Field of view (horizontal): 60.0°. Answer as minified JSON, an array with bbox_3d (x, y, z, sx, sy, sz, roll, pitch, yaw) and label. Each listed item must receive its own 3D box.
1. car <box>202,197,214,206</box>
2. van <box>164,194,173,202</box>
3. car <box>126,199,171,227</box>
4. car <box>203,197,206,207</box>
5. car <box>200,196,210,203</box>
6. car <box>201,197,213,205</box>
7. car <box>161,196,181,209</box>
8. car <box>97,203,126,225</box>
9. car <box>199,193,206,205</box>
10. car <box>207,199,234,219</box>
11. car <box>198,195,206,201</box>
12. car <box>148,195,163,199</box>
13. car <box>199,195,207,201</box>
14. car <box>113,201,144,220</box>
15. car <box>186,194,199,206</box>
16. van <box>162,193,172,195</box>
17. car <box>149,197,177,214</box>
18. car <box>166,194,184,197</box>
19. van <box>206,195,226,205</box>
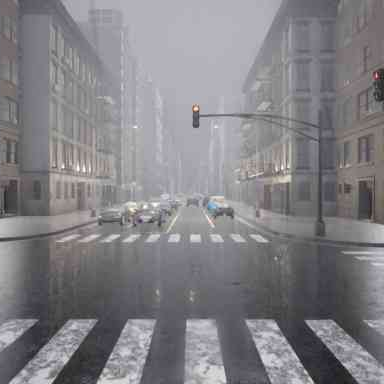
[{"bbox_3d":[2.646,1.563,55.979,1.947,1.339,4.313,0,0,0],"label":"car"},{"bbox_3d":[-5.441,1.338,77.603,1.690,1.788,3.998,0,0,0],"label":"van"},{"bbox_3d":[-2.849,1.490,22.909,2.128,1.511,4.902,0,0,0],"label":"car"},{"bbox_3d":[2.641,1.579,39.760,1.802,1.307,4.206,0,0,0],"label":"car"},{"bbox_3d":[2.648,1.522,66.961,1.752,1.417,4.829,0,0,0],"label":"car"},{"bbox_3d":[2.647,1.548,61.385,2.008,1.369,4.403,0,0,0],"label":"car"},{"bbox_3d":[-2.835,1.561,42.806,1.994,1.385,4.181,0,0,1],"label":"car"},{"bbox_3d":[-5.391,1.549,23.540,2.008,1.369,4.403,0,0,0],"label":"car"},{"bbox_3d":[2.644,1.312,50.573,2.192,1.841,5.009,0,0,0],"label":"car"},{"bbox_3d":[2.639,1.549,28.948,2.008,1.369,4.403,0,0,0],"label":"car"},{"bbox_3d":[2.654,1.562,88.416,1.947,1.339,4.313,0,0,0],"label":"car"},{"bbox_3d":[-5.411,1.437,45.166,1.967,1.590,4.097,0,0,0],"label":"car"},{"bbox_3d":[2.653,1.541,83.010,1.887,1.381,4.507,0,0,0],"label":"car"},{"bbox_3d":[-5.396,1.523,28.777,1.752,1.417,4.829,0,0,0],"label":"car"},{"bbox_3d":[0.098,1.498,53.388,1.837,1.490,4.892,0,-1,0],"label":"car"},{"bbox_3d":[-5.431,1.338,66.790,1.690,1.788,3.998,0,0,0],"label":"van"},{"bbox_3d":[-2.845,1.545,32.792,2.033,1.411,5.357,0,0,0],"label":"car"},{"bbox_3d":[-2.798,1.475,53.060,1.882,1.535,5.008,0,0,1],"label":"car"},{"bbox_3d":[2.640,1.339,34.354,1.690,1.788,3.998,0,0,0],"label":"van"}]
